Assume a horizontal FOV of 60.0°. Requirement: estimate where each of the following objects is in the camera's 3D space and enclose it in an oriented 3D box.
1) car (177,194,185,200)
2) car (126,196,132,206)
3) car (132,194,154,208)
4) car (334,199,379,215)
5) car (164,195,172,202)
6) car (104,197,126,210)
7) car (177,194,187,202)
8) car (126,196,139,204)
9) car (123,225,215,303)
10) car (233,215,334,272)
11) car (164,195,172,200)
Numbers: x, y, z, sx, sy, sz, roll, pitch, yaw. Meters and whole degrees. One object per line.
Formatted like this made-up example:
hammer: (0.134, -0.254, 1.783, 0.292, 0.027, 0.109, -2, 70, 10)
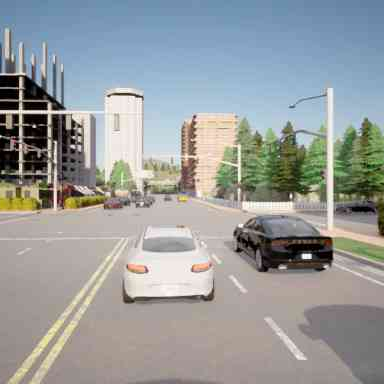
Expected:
car: (-2.812, 1.304, 86.487, 1.882, 1.535, 5.008, 0, 0, -4)
car: (-11.000, 1.477, 53.105, 1.882, 1.535, 5.008, 0, 0, -4)
car: (-7.187, 1.491, 48.852, 2.128, 1.511, 4.902, 0, 0, -4)
car: (17.050, 1.491, 34.008, 4.902, 1.511, 2.128, 0, 0, -3)
car: (-5.679, 1.518, 77.662, 2.128, 1.511, 4.902, 0, 0, -4)
car: (-10.332, 1.478, 43.779, 1.882, 1.535, 5.008, 0, 0, -4)
car: (-2.117, 1.470, 76.939, 1.882, 1.535, 5.008, 0, 0, -4)
car: (-11.919, 1.547, 66.792, 2.033, 1.411, 5.357, 0, 0, -4)
car: (-0.590, 1.526, 8.129, 1.812, 1.442, 4.674, 0, 0, -5)
car: (2.674, 1.478, 10.868, 1.882, 1.535, 5.008, 0, 0, -5)
car: (-6.303, 1.379, 86.233, 1.994, 1.385, 4.181, 0, 0, -4)
